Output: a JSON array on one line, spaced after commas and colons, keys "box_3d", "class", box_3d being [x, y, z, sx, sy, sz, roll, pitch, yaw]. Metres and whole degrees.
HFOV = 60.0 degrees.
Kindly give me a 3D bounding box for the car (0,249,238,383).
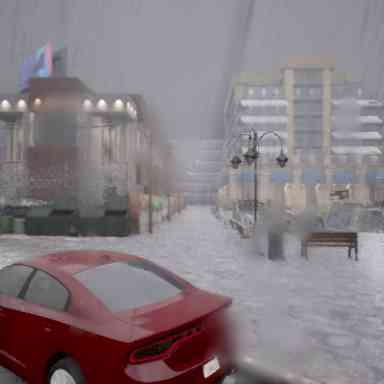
[{"box_3d": [-1.771, 1.578, 4.770, 5.008, 1.535, 1.882, -1, -2, 38], "class": "car"}]
